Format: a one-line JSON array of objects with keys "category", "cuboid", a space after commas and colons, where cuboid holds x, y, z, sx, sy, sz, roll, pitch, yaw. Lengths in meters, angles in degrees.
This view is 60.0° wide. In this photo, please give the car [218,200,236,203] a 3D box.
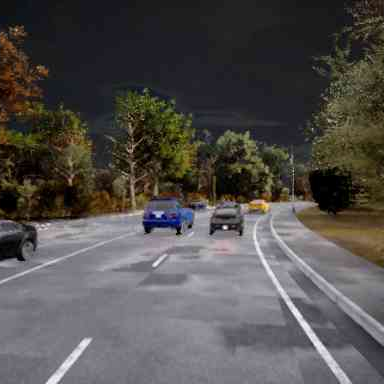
[{"category": "car", "cuboid": [4.816, 1.860, 41.618, 1.994, 1.385, 4.181, -1, -1, 21]}]

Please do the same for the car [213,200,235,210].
[{"category": "car", "cuboid": [5.030, 1.994, 51.361, 1.994, 1.385, 4.181, -2, -1, 26]}]

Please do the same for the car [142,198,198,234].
[{"category": "car", "cuboid": [-1.313, 1.374, 20.368, 2.150, 2.045, 5.566, -1, -1, 10]}]

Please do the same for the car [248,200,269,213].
[{"category": "car", "cuboid": [8.210, 1.700, 40.786, 1.882, 1.535, 5.008, -1, -1, 21]}]

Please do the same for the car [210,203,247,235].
[{"category": "car", "cuboid": [2.166, 1.629, 19.906, 1.837, 1.490, 4.892, -1, 0, 10]}]

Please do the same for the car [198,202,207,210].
[{"category": "car", "cuboid": [0.492, 2.102, 49.943, 1.895, 1.301, 4.718, -2, -1, 25]}]

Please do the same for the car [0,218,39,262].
[{"category": "car", "cuboid": [-6.493, 1.562, 9.800, 2.128, 1.511, 4.902, 0, -1, 6]}]
